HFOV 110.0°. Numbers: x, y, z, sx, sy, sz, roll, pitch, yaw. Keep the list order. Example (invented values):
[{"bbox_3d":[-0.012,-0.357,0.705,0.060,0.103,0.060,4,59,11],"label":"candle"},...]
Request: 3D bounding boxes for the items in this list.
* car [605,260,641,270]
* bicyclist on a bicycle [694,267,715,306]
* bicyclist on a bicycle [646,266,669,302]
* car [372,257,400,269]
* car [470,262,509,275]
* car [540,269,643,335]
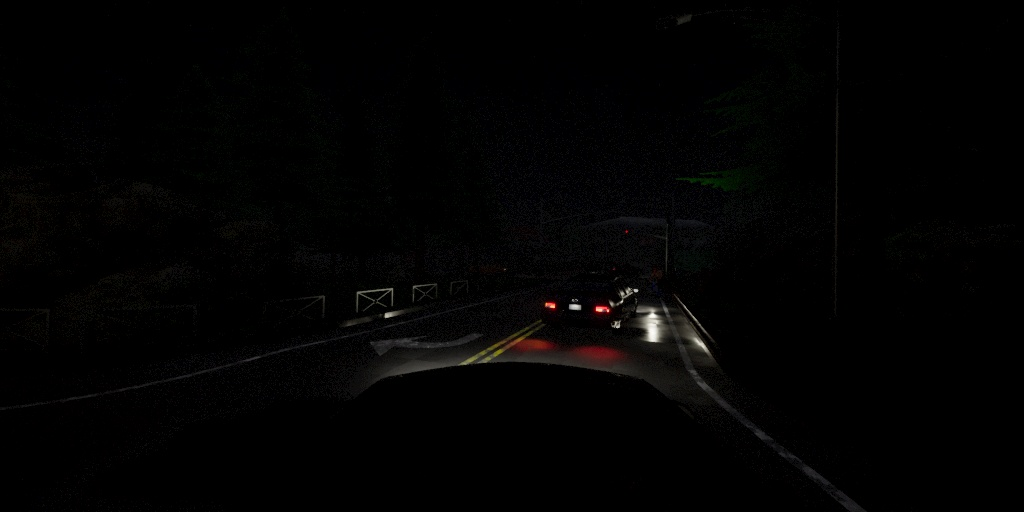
[{"bbox_3d":[13.215,1.582,42.436,4.553,1.767,2.097,1,-1,-24],"label":"car"},{"bbox_3d":[8.138,1.296,15.106,1.656,1.620,0.582,1,0,-33],"label":"bicyclist on a bicycle"},{"bbox_3d":[6.718,1.283,16.514,1.656,1.620,0.582,1,0,-30],"label":"bicyclist on a bicycle"},{"bbox_3d":[-17.069,1.129,49.785,5.566,2.045,2.150,1,0,23],"label":"car"},{"bbox_3d":[-2.776,1.579,44.291,5.008,1.535,1.882,1,-1,21],"label":"car"},{"bbox_3d":[2.482,1.244,10.382,2.033,1.411,5.357,1,-1,25],"label":"car"}]
